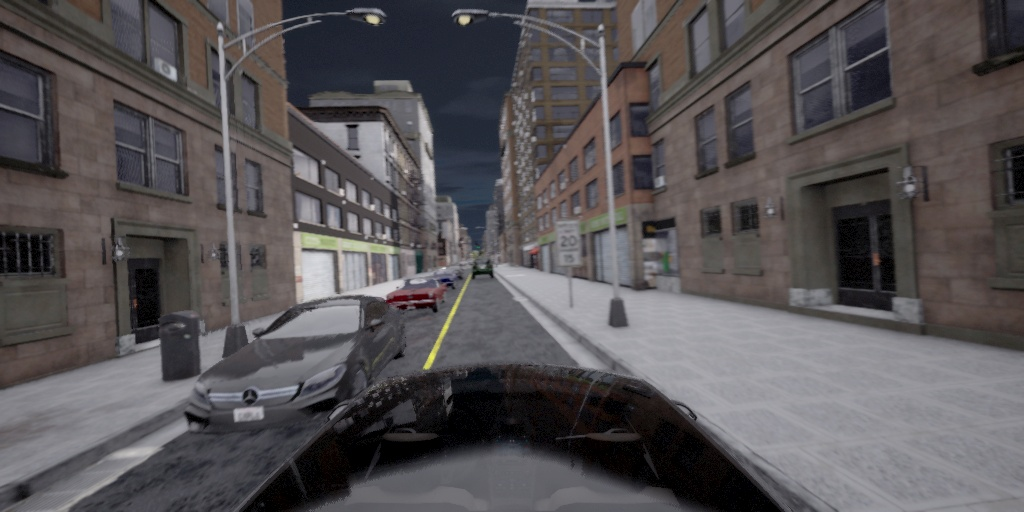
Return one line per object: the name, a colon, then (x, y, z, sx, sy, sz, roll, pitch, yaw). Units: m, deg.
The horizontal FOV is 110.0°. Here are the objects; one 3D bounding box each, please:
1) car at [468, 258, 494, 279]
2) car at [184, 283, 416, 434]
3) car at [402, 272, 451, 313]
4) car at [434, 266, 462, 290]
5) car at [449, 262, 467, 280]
car: (-2.992, 1.204, 36.474, 2.150, 2.045, 5.566, -3, 0, -5)
car: (-3.058, 1.453, 6.163, 1.812, 1.442, 4.674, -3, 0, -6)
car: (-3.905, 1.589, 15.287, 1.895, 1.301, 4.718, -3, 0, -5)
car: (-4.833, 1.660, 25.329, 1.895, 1.301, 4.718, -3, 0, -5)
car: (-5.763, 1.641, 35.674, 1.837, 1.490, 4.892, -3, 0, -5)
